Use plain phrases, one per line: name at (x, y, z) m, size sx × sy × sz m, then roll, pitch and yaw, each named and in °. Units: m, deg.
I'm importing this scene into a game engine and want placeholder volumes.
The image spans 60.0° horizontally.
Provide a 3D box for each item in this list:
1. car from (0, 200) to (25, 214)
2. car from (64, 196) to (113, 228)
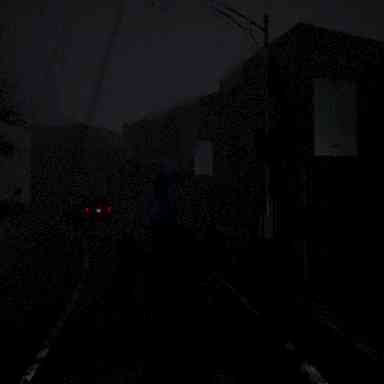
car at (-20.066, 1.548, 35.875) m, size 5.008 × 1.535 × 1.882 m, roll -1°, pitch -1°, yaw 34°
car at (-7.314, 1.270, 23.195) m, size 2.150 × 2.045 × 5.566 m, roll 0°, pitch 0°, yaw -33°
